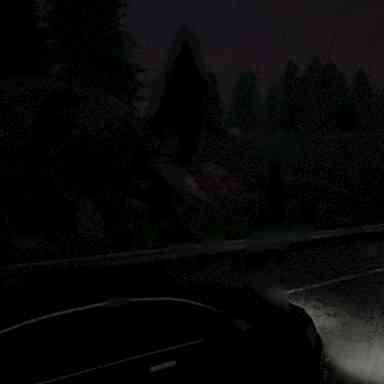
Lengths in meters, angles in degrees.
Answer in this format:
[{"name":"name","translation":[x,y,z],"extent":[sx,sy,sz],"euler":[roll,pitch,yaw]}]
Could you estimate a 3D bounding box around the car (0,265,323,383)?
[{"name":"car","translation":[-0.752,1.503,3.145],"extent":[4.892,1.490,1.837],"euler":[0,0,-35]}]
